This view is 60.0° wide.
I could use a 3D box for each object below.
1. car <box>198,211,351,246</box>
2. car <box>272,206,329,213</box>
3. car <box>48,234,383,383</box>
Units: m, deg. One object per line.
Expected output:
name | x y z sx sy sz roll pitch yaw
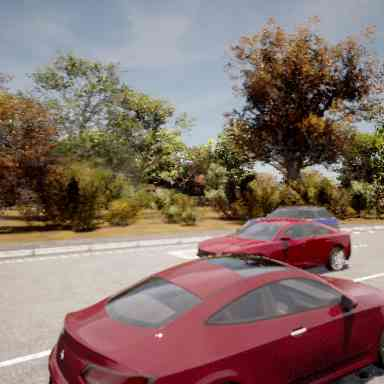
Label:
car | 2.457 1.510 9.554 5.008 1.535 1.882 1 0 -31
car | 4.401 1.429 14.722 4.553 1.767 2.097 1 0 -29
car | 0.777 1.530 4.089 4.674 1.442 1.812 0 0 -34
